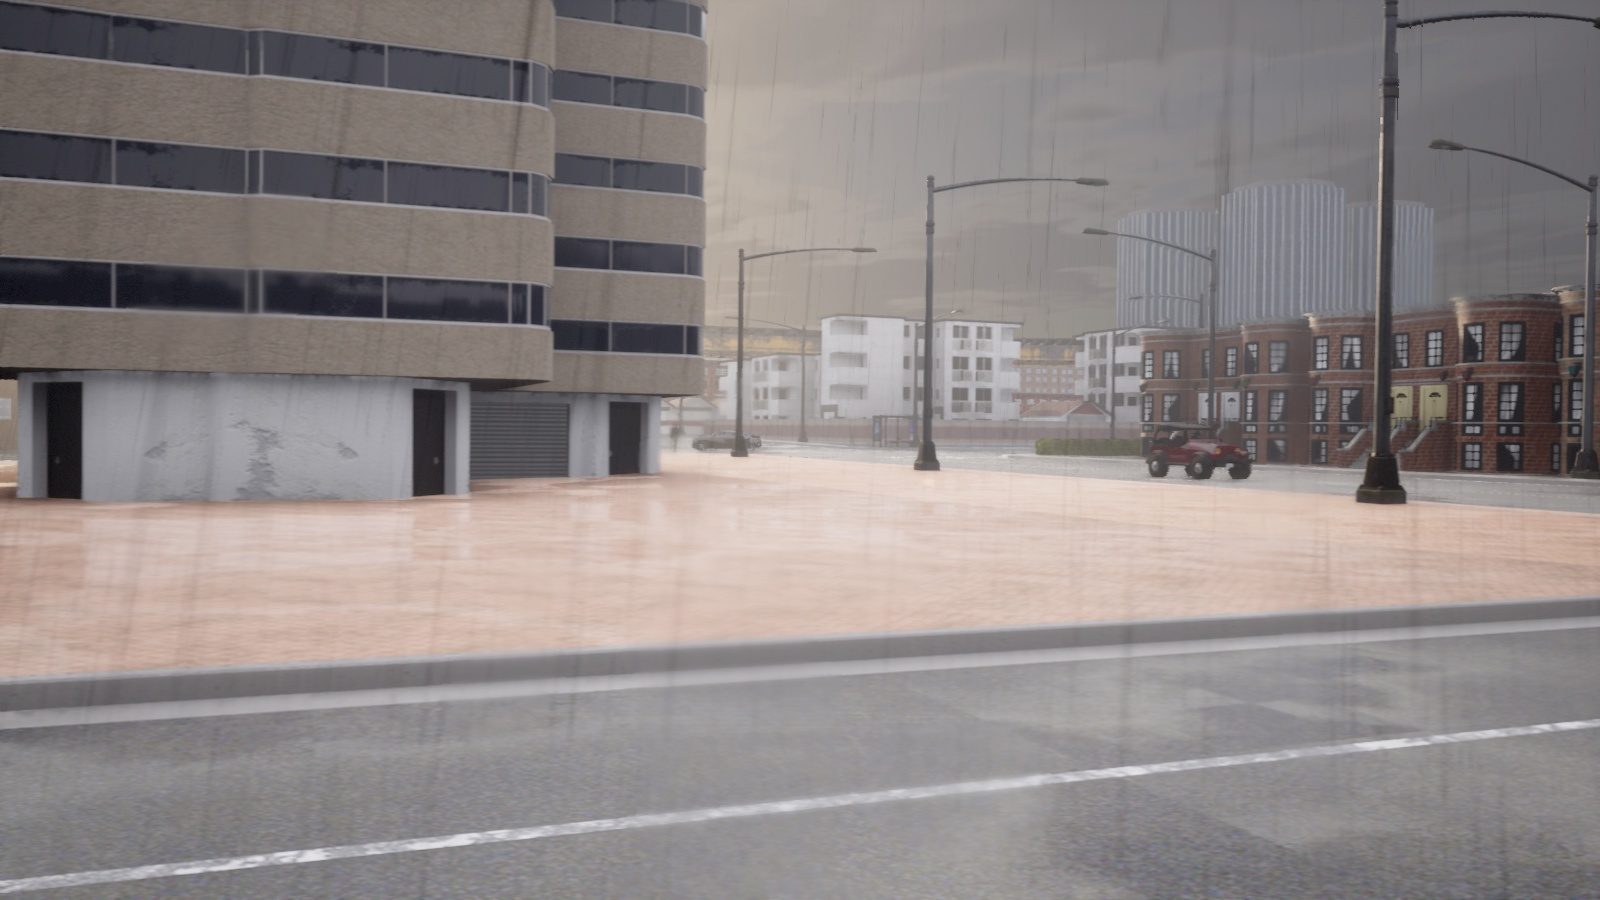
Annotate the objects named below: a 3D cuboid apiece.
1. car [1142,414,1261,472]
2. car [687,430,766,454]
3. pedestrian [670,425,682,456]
[{"bbox_3d":[13.761,-0.259,43.275,1.905,1.878,3.866,-1,1,-21],"label":"car"},{"bbox_3d":[-5.018,-0.545,85.537,4.902,1.511,2.128,0,1,22],"label":"car"},{"bbox_3d":[-7.571,-0.582,76.622,0.431,1.840,0.703,-1,1,-30],"label":"pedestrian"}]
